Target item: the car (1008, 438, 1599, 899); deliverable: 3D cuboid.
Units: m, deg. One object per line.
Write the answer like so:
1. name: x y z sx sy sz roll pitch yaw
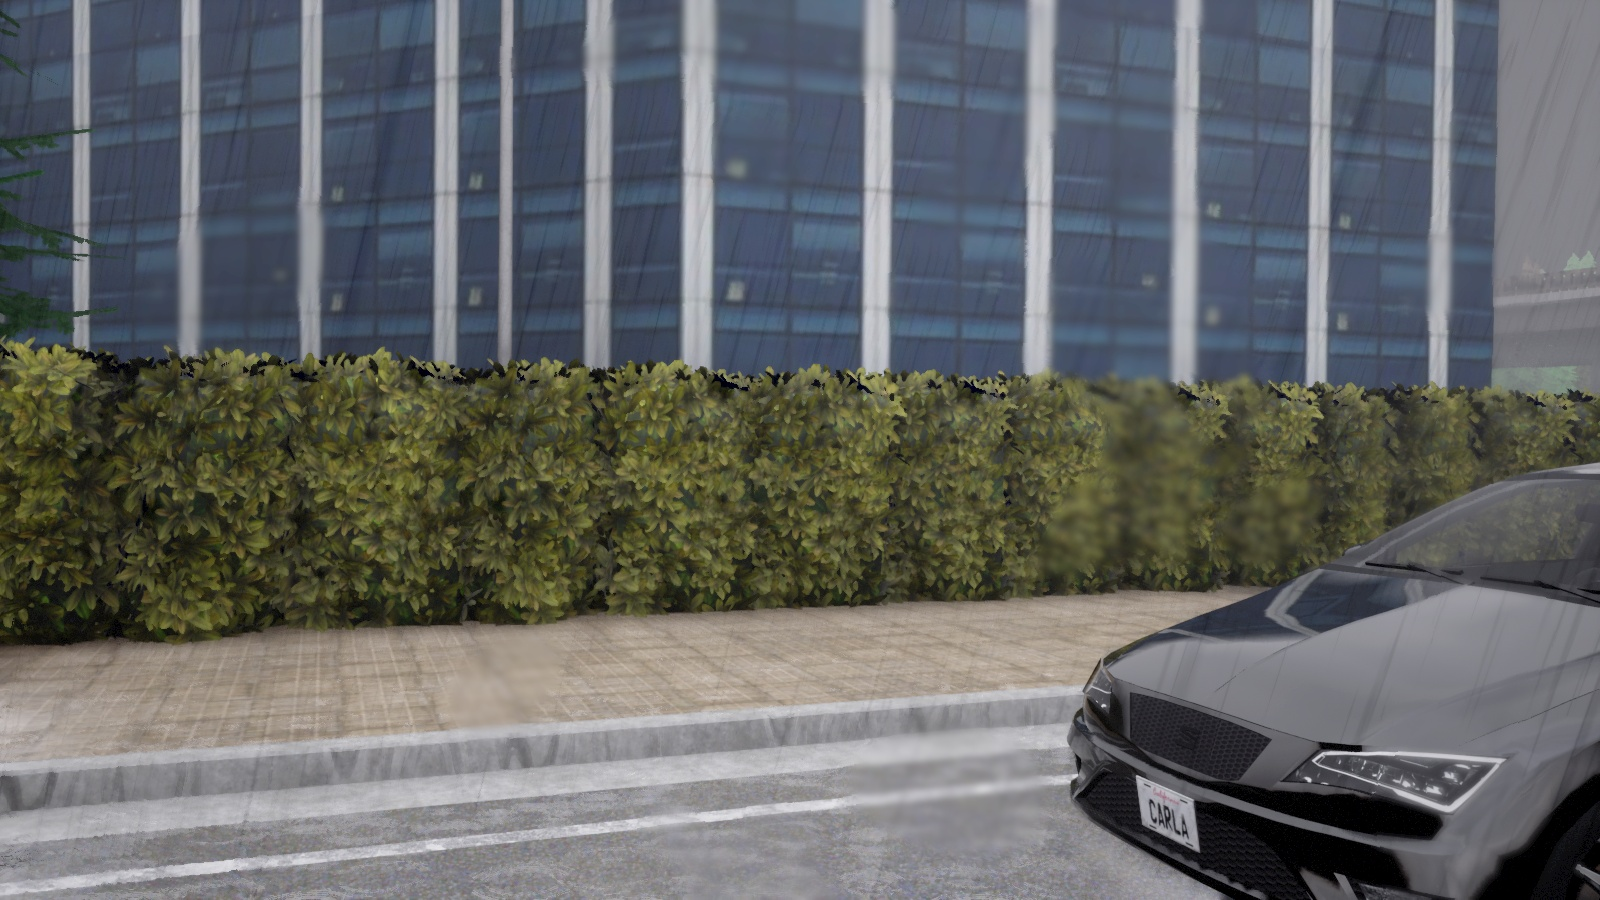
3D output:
1. car: 3.034 0.707 4.392 4.193 1.474 1.816 -1 1 -21
